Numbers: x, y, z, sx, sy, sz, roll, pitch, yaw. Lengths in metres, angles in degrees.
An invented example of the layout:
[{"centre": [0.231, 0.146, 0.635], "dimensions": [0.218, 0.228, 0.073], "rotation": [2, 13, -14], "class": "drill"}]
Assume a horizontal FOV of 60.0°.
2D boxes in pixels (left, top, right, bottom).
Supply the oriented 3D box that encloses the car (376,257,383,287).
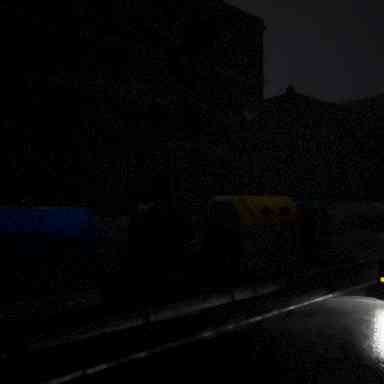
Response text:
[{"centre": [6.124, 1.562, 7.688], "dimensions": [4.181, 1.385, 1.994], "rotation": [0, 0, -35], "class": "car"}]
